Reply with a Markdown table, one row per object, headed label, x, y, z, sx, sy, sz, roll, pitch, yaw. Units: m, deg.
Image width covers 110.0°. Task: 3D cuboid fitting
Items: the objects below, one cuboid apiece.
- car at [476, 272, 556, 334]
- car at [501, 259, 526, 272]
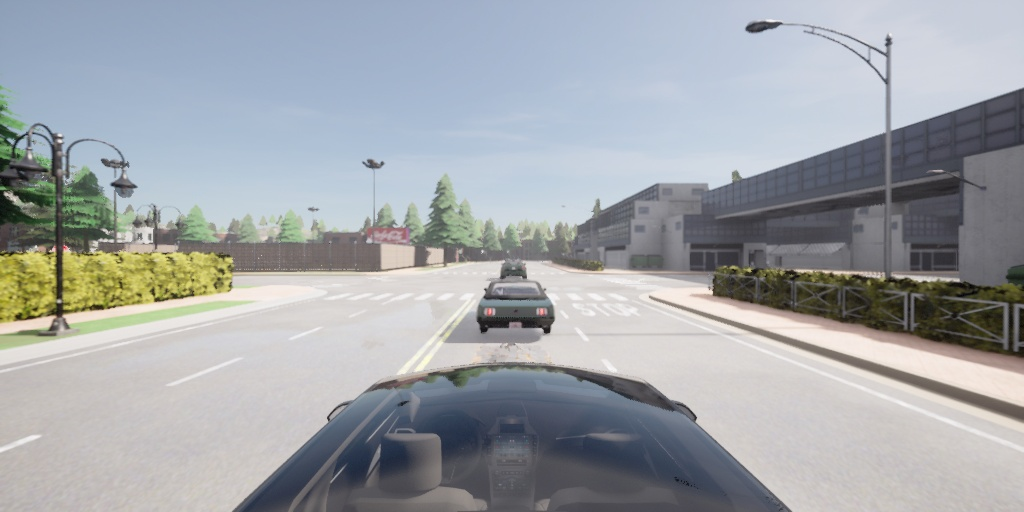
| label | x | y | z | sx | sy | sz | roll | pitch | yaw |
| --- | --- | --- | --- | --- | --- | --- | --- | --- | --- |
| car | 0.090 | 1.318 | 10.544 | 1.895 | 1.301 | 4.718 | 0 | 0 | 0 |
| car | 0.140 | 0.995 | 30.701 | 2.097 | 1.767 | 4.553 | 0 | 0 | 0 |
